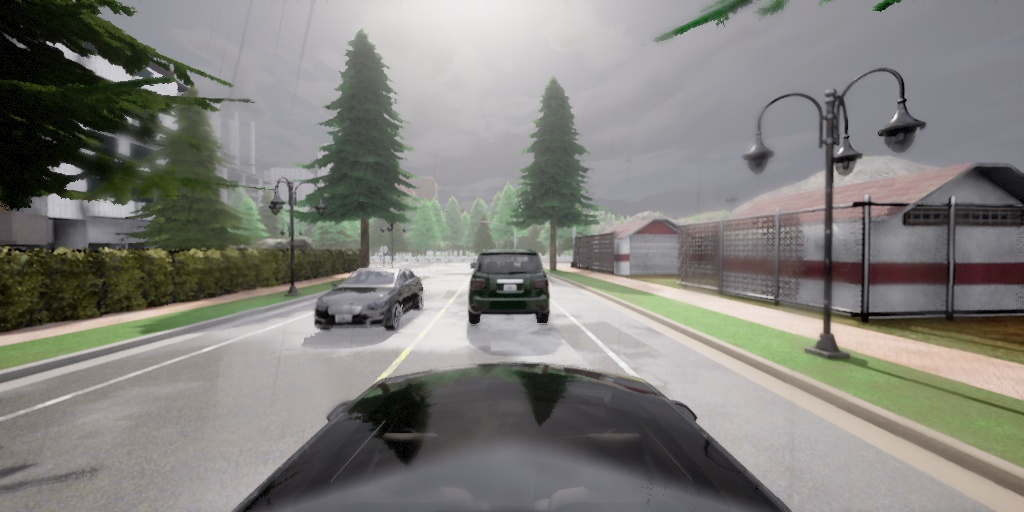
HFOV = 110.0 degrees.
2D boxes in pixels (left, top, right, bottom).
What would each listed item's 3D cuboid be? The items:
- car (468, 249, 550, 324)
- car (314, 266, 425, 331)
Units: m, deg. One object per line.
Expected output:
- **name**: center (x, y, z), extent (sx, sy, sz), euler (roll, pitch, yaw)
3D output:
- **car**: center (-0.156, 0.796, 11.287), extent (2.150, 2.045, 5.566), euler (0, 1, -2)
- **car**: center (-3.837, 1.081, 10.422), extent (2.128, 1.511, 4.902), euler (0, 1, -2)
